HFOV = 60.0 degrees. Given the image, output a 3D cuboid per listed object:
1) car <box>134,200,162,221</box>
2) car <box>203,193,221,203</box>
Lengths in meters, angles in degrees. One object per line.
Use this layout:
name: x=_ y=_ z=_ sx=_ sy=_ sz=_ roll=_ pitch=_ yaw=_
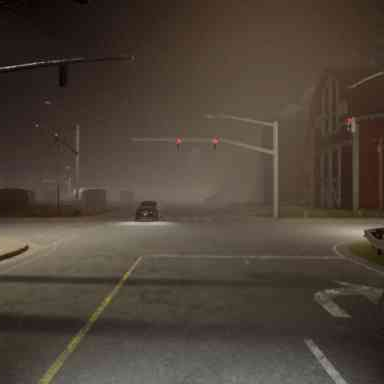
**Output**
car: x=-3.500 y=1.421 z=27.304 sx=1.837 sy=1.490 sz=4.892 roll=0 pitch=0 yaw=0
car: x=4.163 y=1.142 z=68.159 sx=1.905 sy=1.878 sz=3.866 roll=-8 pitch=3 yaw=-42
